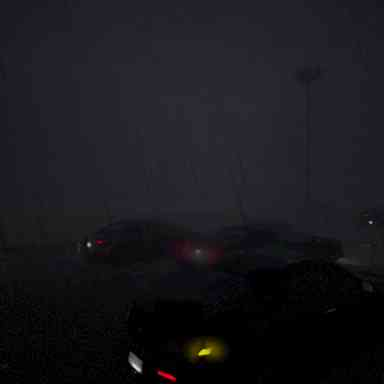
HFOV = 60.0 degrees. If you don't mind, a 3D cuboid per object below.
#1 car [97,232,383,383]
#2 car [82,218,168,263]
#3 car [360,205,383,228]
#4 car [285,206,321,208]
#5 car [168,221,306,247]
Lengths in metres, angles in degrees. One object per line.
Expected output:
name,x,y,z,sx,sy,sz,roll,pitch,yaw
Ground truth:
car,1.303,1.540,4.683,4.674,1.442,1.812,0,0,-36
car,-1.499,1.584,11.282,4.181,1.385,1.994,0,0,-36
car,12.762,1.598,21.481,4.892,1.490,1.837,0,0,-36
car,11.861,1.623,33.985,4.892,1.490,1.837,0,0,-36
car,2.205,1.577,9.630,5.357,1.411,2.033,0,0,-36
